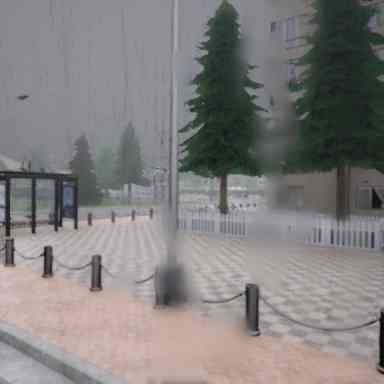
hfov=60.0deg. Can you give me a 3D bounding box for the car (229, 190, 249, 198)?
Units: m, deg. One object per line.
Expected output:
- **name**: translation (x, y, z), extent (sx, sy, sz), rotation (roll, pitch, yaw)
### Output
- **car**: translation (11.959, 0.810, 83.008), extent (3.633, 1.501, 1.845), rotation (1, 1, 35)

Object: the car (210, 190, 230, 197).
- **car**: translation (7.599, 0.712, 89.711), extent (3.806, 1.475, 1.970), rotation (1, 1, 35)
